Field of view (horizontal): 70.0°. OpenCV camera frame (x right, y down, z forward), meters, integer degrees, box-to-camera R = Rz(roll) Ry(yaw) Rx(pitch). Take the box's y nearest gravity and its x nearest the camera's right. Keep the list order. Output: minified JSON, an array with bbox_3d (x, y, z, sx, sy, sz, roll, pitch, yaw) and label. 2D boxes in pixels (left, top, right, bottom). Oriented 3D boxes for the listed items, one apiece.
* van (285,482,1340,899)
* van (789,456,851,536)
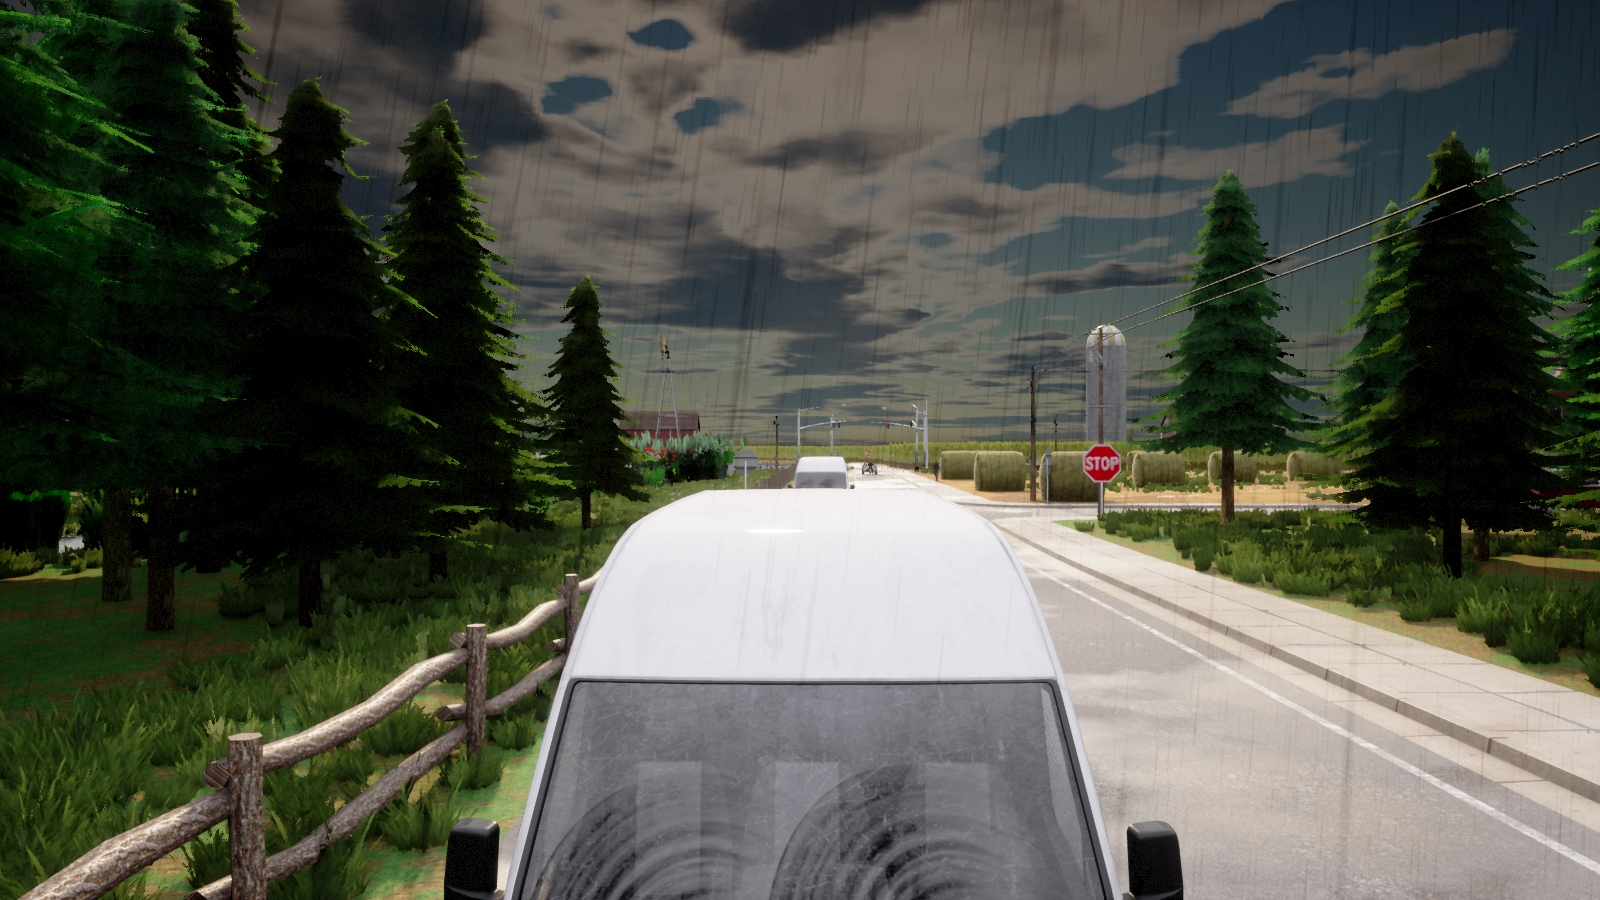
[{"bbox_3d":[0.056,1.508,5.110,1.988,2.561,5.915,0,0,1],"label":"van"},{"bbox_3d":[0.766,1.499,39.896,1.988,2.561,5.915,0,0,2],"label":"van"}]
